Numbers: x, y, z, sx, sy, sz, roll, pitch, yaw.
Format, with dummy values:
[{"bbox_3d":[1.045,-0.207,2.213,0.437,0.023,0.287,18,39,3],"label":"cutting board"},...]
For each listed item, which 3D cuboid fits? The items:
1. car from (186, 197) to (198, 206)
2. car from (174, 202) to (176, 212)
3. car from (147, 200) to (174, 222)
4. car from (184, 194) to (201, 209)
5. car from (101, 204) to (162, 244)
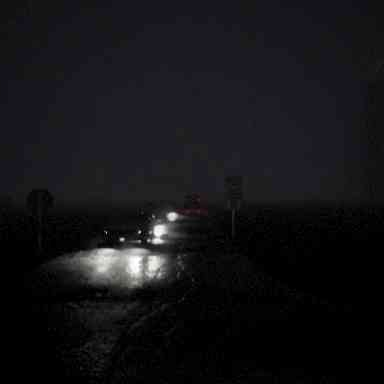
[{"bbox_3d":[-0.008,1.595,56.855,2.033,1.411,5.357,0,0,0],"label":"car"},{"bbox_3d":[-2.843,1.626,38.855,1.895,1.301,4.718,0,0,0],"label":"car"},{"bbox_3d":[-2.850,1.504,26.273,2.128,1.511,4.902,0,0,0],"label":"car"},{"bbox_3d":[0.091,1.256,46.549,2.150,2.045,5.566,0,0,0],"label":"car"},{"bbox_3d":[-2.848,1.554,16.229,2.033,1.411,5.357,0,0,0],"label":"car"}]
